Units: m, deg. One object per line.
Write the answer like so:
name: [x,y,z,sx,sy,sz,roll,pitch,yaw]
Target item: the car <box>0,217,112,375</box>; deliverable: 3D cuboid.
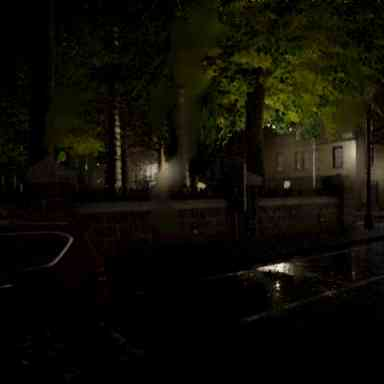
car: [-3.485,1.319,4.047,5.009,1.841,2.192,0,0,-36]
